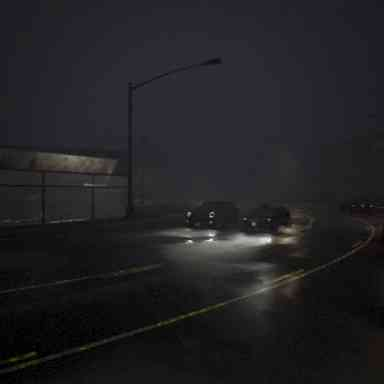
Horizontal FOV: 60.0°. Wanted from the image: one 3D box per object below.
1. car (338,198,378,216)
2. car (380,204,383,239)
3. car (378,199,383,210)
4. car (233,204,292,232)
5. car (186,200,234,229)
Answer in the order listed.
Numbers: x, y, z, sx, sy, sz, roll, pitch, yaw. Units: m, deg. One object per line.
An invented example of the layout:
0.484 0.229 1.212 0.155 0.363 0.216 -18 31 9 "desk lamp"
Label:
16.256 1.345 33.190 2.097 1.767 4.553 0 0 7 "car"
10.536 1.473 16.293 1.882 1.535 5.008 0 0 32 "car"
20.214 1.482 37.883 2.128 1.511 4.902 0 0 -2 "car"
4.627 1.488 20.128 2.128 1.511 4.902 0 0 32 "car"
1.490 1.348 21.716 2.097 1.767 4.553 0 0 32 "car"
